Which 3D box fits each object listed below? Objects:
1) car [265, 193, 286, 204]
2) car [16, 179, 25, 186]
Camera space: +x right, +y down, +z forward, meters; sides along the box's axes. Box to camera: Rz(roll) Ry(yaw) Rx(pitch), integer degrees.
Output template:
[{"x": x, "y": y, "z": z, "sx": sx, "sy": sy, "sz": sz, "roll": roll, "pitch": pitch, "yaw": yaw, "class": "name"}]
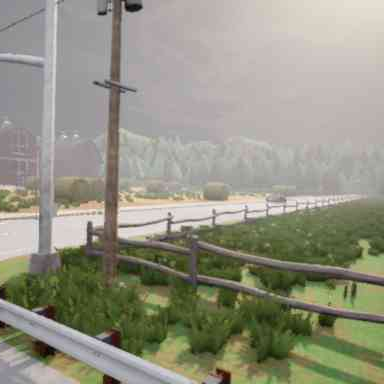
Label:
[{"x": 12.321, "y": 0.919, "z": 48.611, "sx": 2.128, "sy": 1.511, "sz": 4.902, "roll": 3, "pitch": 2, "yaw": 34, "class": "car"}, {"x": -41.350, "y": -2.261, "z": 80.915, "sx": 1.905, "sy": 1.878, "sz": 3.866, "roll": 8, "pitch": 2, "yaw": -13, "class": "car"}]
